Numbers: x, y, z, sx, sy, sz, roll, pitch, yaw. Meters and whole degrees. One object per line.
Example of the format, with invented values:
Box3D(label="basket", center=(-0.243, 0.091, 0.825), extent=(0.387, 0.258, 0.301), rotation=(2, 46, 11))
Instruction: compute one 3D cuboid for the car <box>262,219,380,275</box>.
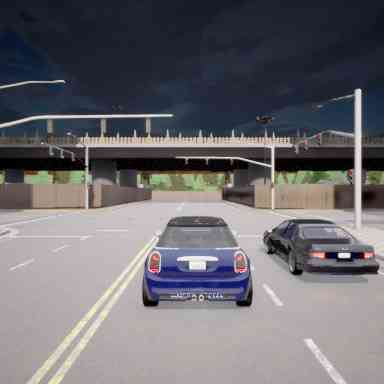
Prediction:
Box3D(label="car", center=(3.605, 1.547, 10.378), extent=(2.033, 1.411, 5.357), rotation=(0, 0, 0))

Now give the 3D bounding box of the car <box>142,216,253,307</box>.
Box3D(label="car", center=(0.104, 1.352, 8.159), extent=(2.097, 1.767, 4.553), rotation=(0, 0, 0))
